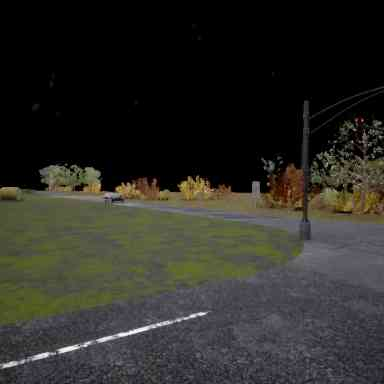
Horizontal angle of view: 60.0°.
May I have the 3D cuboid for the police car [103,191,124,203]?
[{"bbox_3d":[-11.718,0.743,49.673,1.930,1.638,5.238,1,0,-32],"label":"police car"}]
